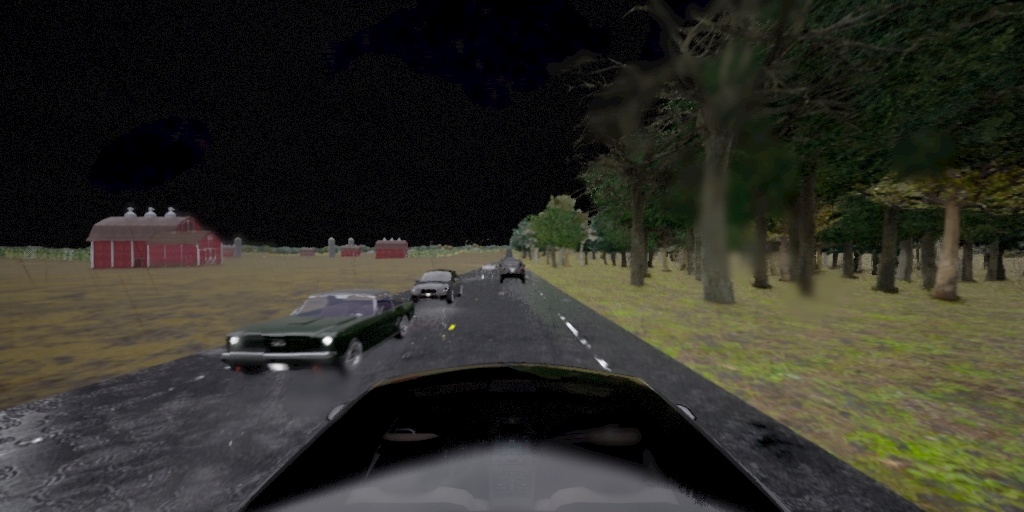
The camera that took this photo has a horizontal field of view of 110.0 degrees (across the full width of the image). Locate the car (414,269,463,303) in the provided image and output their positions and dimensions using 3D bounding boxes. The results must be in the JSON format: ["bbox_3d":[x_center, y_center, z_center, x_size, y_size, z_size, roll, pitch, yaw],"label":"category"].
[{"bbox_3d":[-3.620,1.443,17.917,1.837,1.490,4.892,0,-1,0],"label":"car"}]

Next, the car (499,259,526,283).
[{"bbox_3d":[0.038,1.274,31.598,2.150,2.045,5.566,0,0,0],"label":"car"}]

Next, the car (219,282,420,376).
[{"bbox_3d":[-3.608,1.430,7.738,1.895,1.301,4.718,0,-1,0],"label":"car"}]

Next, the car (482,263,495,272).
[{"bbox_3d":[-3.621,1.803,56.046,1.895,1.301,4.718,0,0,0],"label":"car"}]
